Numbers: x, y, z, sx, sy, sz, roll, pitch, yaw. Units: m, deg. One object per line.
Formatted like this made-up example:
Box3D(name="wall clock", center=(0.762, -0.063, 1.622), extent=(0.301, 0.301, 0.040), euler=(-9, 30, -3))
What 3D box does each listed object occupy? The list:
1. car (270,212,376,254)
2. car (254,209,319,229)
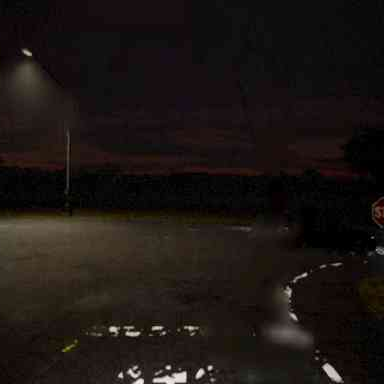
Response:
Box3D(name="car", center=(5.985, 1.875, 15.074), extent=(4.181, 1.385, 1.994), euler=(3, 0, 0))
Box3D(name="car", center=(6.933, 1.856, 22.068), extent=(5.357, 1.411, 2.033), euler=(2, 1, 0))
